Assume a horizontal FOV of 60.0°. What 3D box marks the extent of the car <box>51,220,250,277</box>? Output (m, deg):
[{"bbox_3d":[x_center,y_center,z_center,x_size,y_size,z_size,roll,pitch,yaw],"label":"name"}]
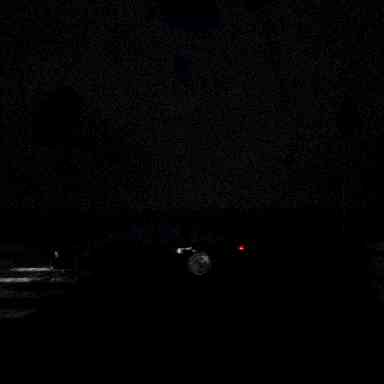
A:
[{"bbox_3d":[-1.098,1.534,9.589,5.357,1.411,2.033,-1,0,1],"label":"car"}]
